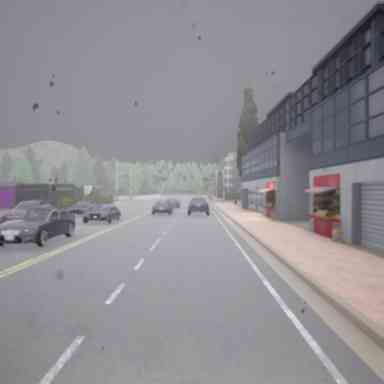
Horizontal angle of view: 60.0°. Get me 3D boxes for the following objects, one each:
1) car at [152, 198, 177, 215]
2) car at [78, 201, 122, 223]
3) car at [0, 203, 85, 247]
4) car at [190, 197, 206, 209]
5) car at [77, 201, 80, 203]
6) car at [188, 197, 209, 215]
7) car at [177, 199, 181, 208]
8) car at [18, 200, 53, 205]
[{"bbox_3d":[-2.932,1.532,33.984,1.994,1.385,4.181,0,0,1],"label":"car"},{"bbox_3d":[-6.673,1.538,25.024,1.994,1.385,4.181,0,0,2],"label":"car"},{"bbox_3d":[-6.864,1.475,15.072,2.128,1.511,4.902,0,0,1],"label":"car"},{"bbox_3d":[0.828,1.451,46.474,2.128,1.511,4.902,0,0,2],"label":"car"},{"bbox_3d":[-10.036,1.514,31.562,2.033,1.411,5.357,0,0,2],"label":"car"},{"bbox_3d":[0.648,1.323,33.675,2.097,1.767,4.553,0,0,1],"label":"car"},{"bbox_3d":[-2.673,1.521,46.549,1.994,1.385,4.181,0,0,2],"label":"car"},{"bbox_3d":[-10.263,1.328,21.289,2.097,1.767,4.553,0,0,1],"label":"car"}]
